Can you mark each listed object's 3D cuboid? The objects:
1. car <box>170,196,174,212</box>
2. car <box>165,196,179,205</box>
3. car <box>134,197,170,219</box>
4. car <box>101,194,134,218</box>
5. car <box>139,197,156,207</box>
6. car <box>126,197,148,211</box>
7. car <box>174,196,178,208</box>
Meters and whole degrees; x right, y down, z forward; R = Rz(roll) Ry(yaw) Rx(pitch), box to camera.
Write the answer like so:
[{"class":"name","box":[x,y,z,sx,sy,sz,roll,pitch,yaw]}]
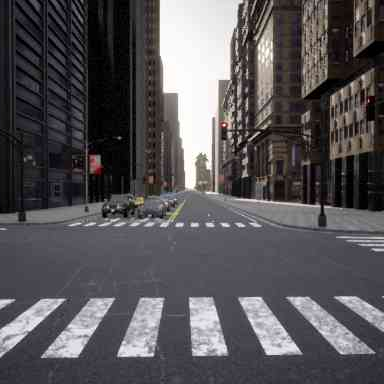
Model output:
[{"class":"car","box":[-3.417,1.481,38.036,1.812,1.442,4.674,0,0,0]},{"class":"car","box":[-3.422,1.466,58.478,2.033,1.411,5.357,0,0,0]},{"class":"car","box":[-3.399,1.323,29.054,2.097,1.767,4.553,0,0,0]},{"class":"car","box":[-6.653,1.190,30.658,2.150,2.045,5.566,0,0,0]},{"class":"car","box":[-6.687,1.497,50.554,1.994,1.385,4.181,0,0,0]},{"class":"car","box":[-6.663,1.428,40.663,1.882,1.535,5.008,0,0,0]},{"class":"car","box":[-3.443,1.502,48.061,1.994,1.385,4.181,0,0,-1]}]
